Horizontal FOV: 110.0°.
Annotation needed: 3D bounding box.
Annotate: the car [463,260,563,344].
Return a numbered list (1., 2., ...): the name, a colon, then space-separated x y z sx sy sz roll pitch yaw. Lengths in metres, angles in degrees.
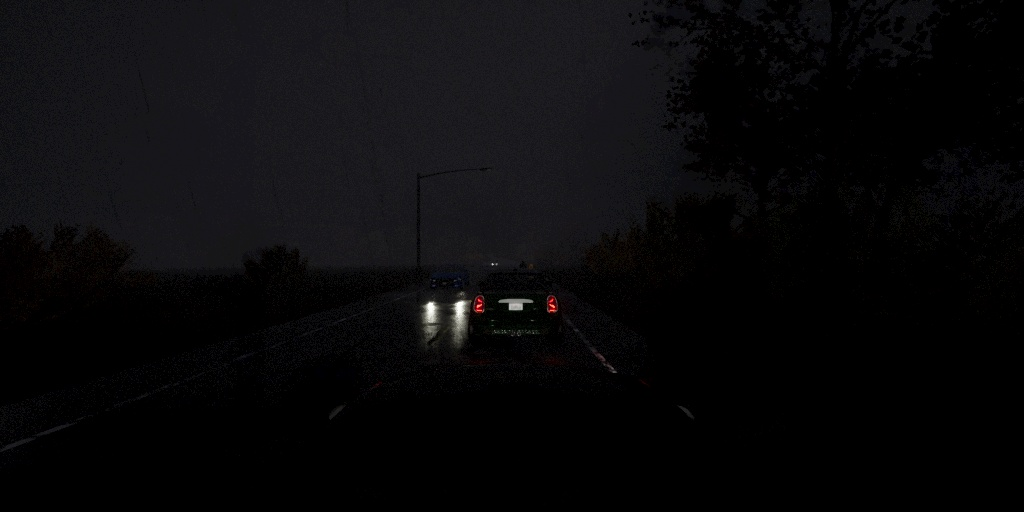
1. car: 0.073 1.099 9.775 2.097 1.767 4.553 0 0 0

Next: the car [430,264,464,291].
1. car: -3.688 1.220 21.965 1.882 1.535 5.008 0 0 0

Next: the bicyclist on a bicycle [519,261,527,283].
1. bicyclist on a bicycle: 0.843 1.193 27.235 0.582 1.620 1.656 0 0 0

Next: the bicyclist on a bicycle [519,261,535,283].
1. bicyclist on a bicycle: 0.905 1.181 17.119 0.866 1.612 1.509 0 0 0
